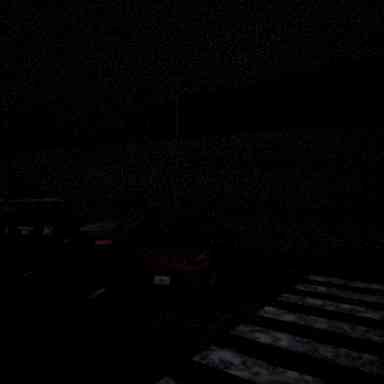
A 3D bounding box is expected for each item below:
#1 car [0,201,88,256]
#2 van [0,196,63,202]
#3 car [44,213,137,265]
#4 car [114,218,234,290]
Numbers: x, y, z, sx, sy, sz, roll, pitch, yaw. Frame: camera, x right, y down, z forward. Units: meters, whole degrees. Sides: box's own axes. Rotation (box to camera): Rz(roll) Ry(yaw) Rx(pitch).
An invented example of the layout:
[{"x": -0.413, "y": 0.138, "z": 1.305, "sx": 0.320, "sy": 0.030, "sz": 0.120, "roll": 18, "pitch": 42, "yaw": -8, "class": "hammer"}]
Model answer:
[{"x": -4.881, "y": 1.365, "z": 12.929, "sx": 2.185, "sy": 1.767, "sz": 4.553, "roll": 0, "pitch": -1, "yaw": 15, "class": "car"}, {"x": -7.271, "y": 1.267, "z": 14.805, "sx": 1.878, "sy": 1.987, "sz": 4.442, "roll": 0, "pitch": -1, "yaw": 15, "class": "van"}, {"x": -2.447, "y": 1.531, "z": 11.222, "sx": 2.002, "sy": 1.452, "sz": 4.674, "roll": 0, "pitch": -1, "yaw": 15, "class": "car"}, {"x": -0.002, "y": 1.519, "z": 9.452, "sx": 2.163, "sy": 1.488, "sz": 4.792, "roll": 1, "pitch": -1, "yaw": 15, "class": "car"}]
